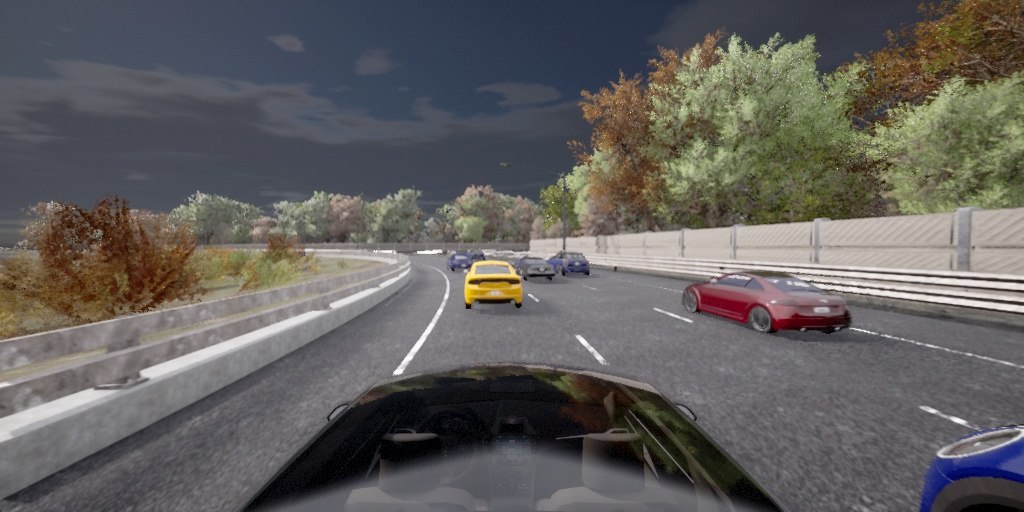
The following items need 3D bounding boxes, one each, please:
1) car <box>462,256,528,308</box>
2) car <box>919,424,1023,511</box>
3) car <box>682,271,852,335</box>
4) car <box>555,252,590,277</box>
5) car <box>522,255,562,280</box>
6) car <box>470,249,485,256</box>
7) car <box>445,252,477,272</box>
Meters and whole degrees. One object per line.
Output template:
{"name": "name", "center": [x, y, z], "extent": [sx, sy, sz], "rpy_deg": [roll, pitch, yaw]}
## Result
{"name": "car", "center": [-0.800, 0.936, 13.539], "extent": [1.882, 1.535, 5.008], "rpy_deg": [0, 1, -6]}
{"name": "car", "center": [3.460, 1.133, 0.183], "extent": [2.097, 1.767, 4.553], "rpy_deg": [0, 1, 1]}
{"name": "car", "center": [6.579, 1.101, 9.843], "extent": [1.994, 1.385, 4.181], "rpy_deg": [0, 1, -6]}
{"name": "car", "center": [3.938, 0.485, 26.386], "extent": [2.097, 1.767, 4.553], "rpy_deg": [0, 1, -13]}
{"name": "car", "center": [1.196, 0.767, 23.047], "extent": [2.033, 1.411, 5.357], "rpy_deg": [0, 1, -12]}
{"name": "car", "center": [-5.733, -0.235, 56.147], "extent": [2.097, 1.767, 4.553], "rpy_deg": [0, 1, -19]}
{"name": "car", "center": [-4.603, 0.551, 31.301], "extent": [1.812, 1.442, 4.674], "rpy_deg": [0, 1, -17]}
